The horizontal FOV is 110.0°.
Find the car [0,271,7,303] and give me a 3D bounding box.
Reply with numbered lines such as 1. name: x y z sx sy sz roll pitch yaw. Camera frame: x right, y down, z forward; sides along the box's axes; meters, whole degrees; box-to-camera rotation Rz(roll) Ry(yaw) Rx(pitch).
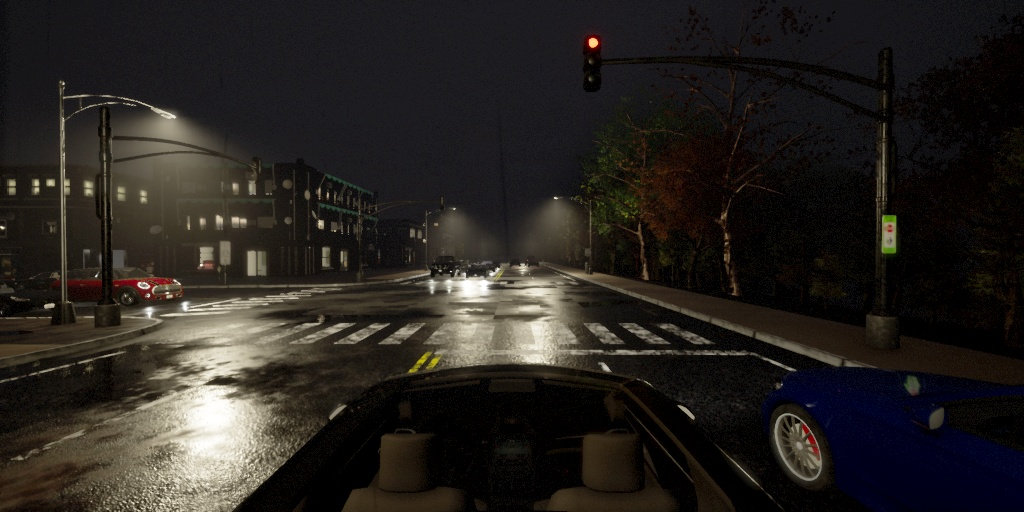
1. car: -27.203 1.548 16.521 4.902 1.511 2.128 -1 1 0

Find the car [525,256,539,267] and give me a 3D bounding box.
1. car: 3.839 1.204 64.633 1.882 1.535 5.008 0 0 1

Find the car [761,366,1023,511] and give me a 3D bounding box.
1. car: 3.354 1.276 1.567 1.812 1.442 4.674 0 0 1

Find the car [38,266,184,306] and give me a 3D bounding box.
1. car: -17.993 1.302 16.466 4.553 1.767 2.097 -1 1 0

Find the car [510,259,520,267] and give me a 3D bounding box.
1. car: 0.589 1.231 64.793 1.837 1.490 4.892 0 0 0

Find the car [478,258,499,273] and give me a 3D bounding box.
1. car: -3.017 1.299 44.181 1.994 1.385 4.181 0 0 1

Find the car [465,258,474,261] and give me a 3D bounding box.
1. car: -6.263 1.240 45.132 1.837 1.490 4.892 0 0 0

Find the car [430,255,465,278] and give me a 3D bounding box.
1. car: -6.321 0.961 34.844 2.150 2.045 5.566 0 0 2

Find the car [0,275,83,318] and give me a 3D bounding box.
1. car: -19.857 1.565 13.749 4.313 1.339 1.948 0 0 1

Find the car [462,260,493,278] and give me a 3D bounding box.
1. car: -3.110 1.341 33.009 1.895 1.301 4.718 0 0 0
